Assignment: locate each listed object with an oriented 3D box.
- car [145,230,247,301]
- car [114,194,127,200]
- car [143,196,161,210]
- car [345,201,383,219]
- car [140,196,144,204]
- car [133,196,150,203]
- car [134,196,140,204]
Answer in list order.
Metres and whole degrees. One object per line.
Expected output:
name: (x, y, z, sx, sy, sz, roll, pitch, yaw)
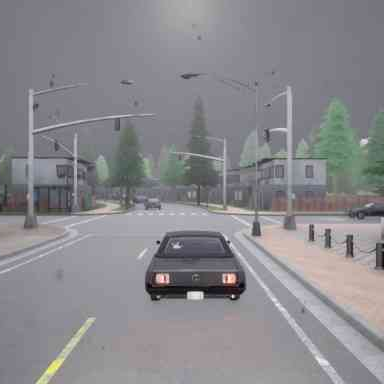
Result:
car: (0.036, 1.601, 8.285, 1.895, 1.301, 4.718, 0, 0, -1)
car: (-16.935, 1.322, 79.949, 4.674, 1.442, 1.812, 0, 0, 45)
car: (-4.929, 1.491, 42.409, 1.812, 1.442, 4.674, 0, 0, -6)
car: (15.416, 1.510, 28.006, 4.674, 1.442, 1.812, 0, 0, 1)
car: (-6.448, 1.513, 51.979, 2.033, 1.411, 5.357, 0, 0, -14)
car: (-10.935, 1.505, 71.886, 1.994, 1.385, 4.181, 0, 0, -36)
car: (-9.661, 1.470, 61.431, 1.837, 1.490, 4.892, 0, 0, -23)
